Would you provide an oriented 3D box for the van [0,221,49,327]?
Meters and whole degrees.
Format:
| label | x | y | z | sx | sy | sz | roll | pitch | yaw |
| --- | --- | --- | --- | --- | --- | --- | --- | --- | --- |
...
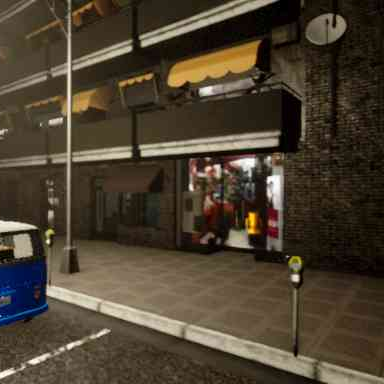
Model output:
| label | x | y | z | sx | sy | sz | roll | pitch | yaw |
| --- | --- | --- | --- | --- | --- | --- | --- | --- | --- |
| van | -4.265 | 1.363 | 5.896 | 3.998 | 1.788 | 1.690 | 0 | 0 | 35 |
